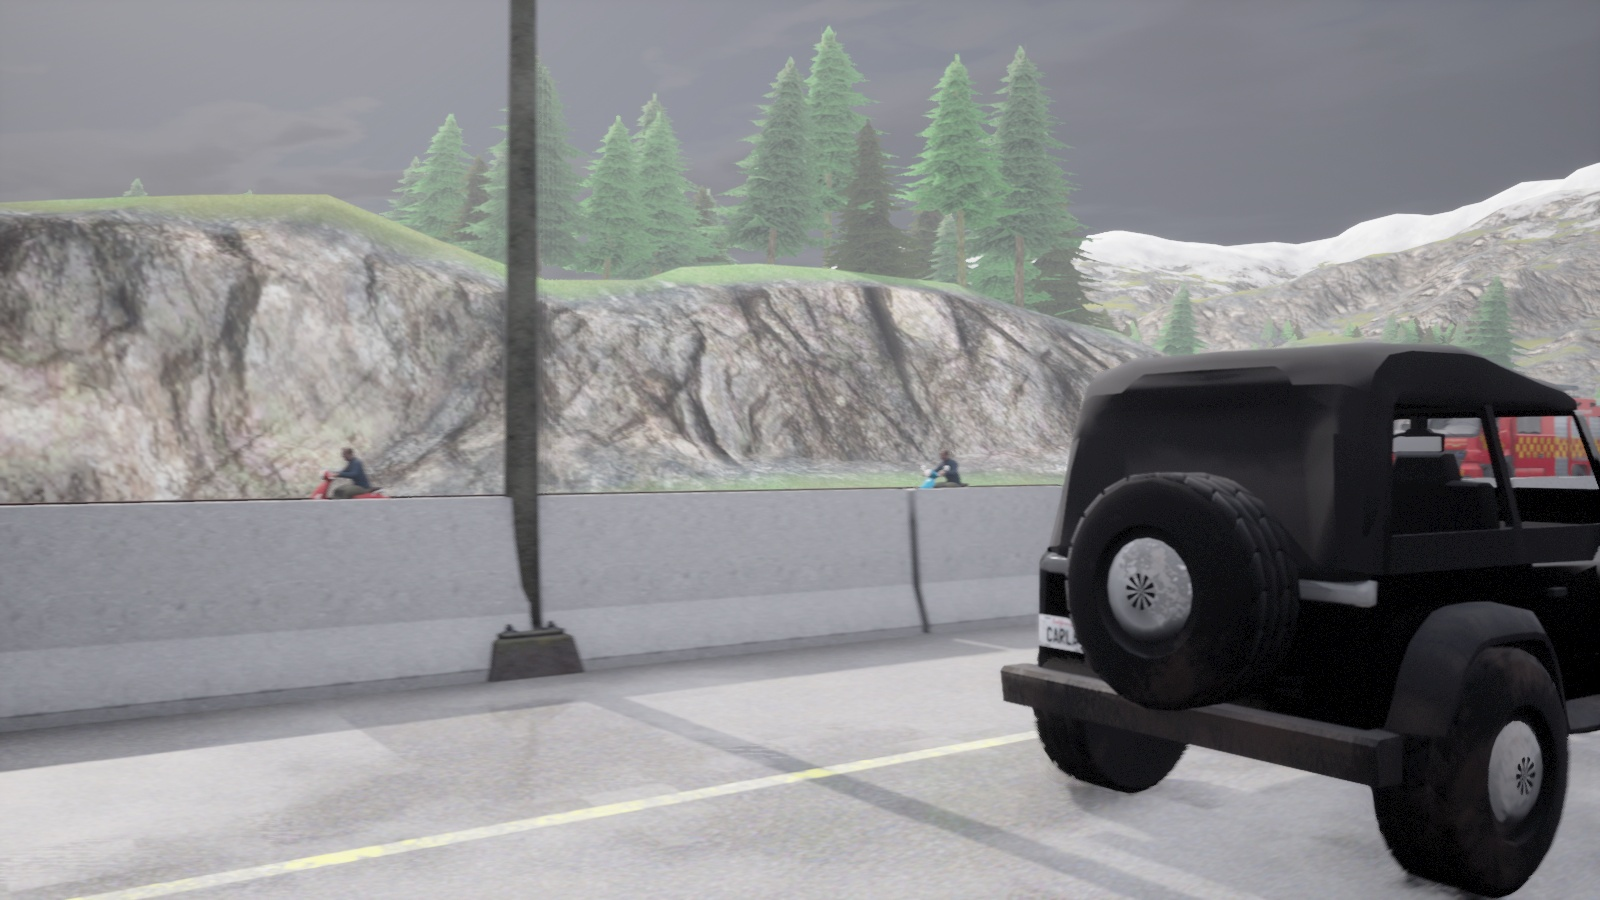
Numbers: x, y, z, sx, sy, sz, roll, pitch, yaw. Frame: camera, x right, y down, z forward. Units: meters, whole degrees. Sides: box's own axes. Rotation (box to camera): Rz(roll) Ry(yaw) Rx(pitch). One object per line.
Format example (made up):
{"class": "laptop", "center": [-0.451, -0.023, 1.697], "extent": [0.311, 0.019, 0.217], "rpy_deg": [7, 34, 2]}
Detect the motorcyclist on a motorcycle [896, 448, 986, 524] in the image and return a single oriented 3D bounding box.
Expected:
{"class": "motorcyclist on a motorcycle", "center": [3.050, 0.758, 27.103], "extent": [1.817, 1.590, 0.866], "rpy_deg": [0, 0, -35]}

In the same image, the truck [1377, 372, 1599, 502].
{"class": "truck", "center": [22.369, -0.368, 40.557], "extent": [8.468, 3.827, 2.891], "rpy_deg": [0, 0, -35]}

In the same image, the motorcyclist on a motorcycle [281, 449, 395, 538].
{"class": "motorcyclist on a motorcycle", "center": [-8.559, 0.773, 23.287], "extent": [1.817, 1.590, 0.866], "rpy_deg": [0, 0, -35]}

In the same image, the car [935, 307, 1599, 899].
{"class": "car", "center": [2.695, 0.546, 5.535], "extent": [3.866, 1.878, 1.905], "rpy_deg": [1, -1, -35]}
